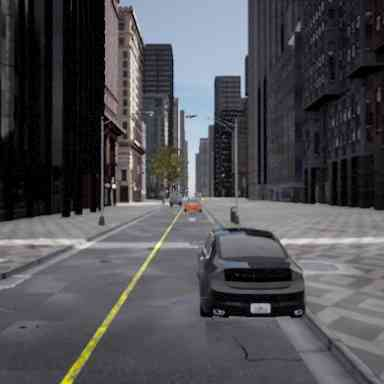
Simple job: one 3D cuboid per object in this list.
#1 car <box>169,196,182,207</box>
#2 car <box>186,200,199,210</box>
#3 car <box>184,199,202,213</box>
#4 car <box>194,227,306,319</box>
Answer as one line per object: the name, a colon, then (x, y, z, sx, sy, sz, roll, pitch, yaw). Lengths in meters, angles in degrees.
car: (-2.975, 1.708, 61.625, 2.150, 2.045, 5.566, 0, 0, 0)
car: (0.021, 1.965, 52.120, 1.994, 1.385, 4.181, 0, 0, 0)
car: (0.106, 1.668, 42.148, 2.097, 1.767, 4.553, 0, 0, -1)
car: (1.057, 1.559, 7.541, 1.837, 1.490, 4.892, 0, 0, 0)
